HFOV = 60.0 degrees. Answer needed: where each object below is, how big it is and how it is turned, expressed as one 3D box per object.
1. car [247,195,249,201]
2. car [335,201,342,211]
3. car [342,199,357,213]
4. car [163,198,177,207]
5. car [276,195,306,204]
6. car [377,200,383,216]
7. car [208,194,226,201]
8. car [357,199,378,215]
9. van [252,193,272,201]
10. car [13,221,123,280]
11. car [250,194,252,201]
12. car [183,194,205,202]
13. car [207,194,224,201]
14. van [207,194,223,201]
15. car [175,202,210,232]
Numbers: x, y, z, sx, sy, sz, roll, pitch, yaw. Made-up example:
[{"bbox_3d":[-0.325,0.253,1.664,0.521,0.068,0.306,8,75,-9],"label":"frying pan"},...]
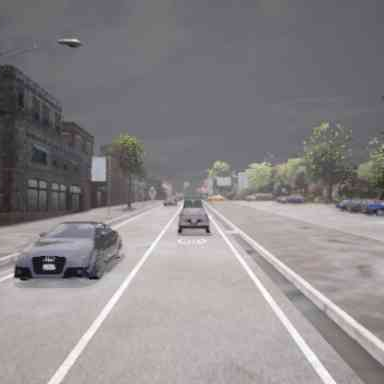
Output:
[{"bbox_3d":[18.715,1.694,91.472,5.366,1.575,1.946,0,-1,0],"label":"car"},{"bbox_3d":[18.715,1.499,37.717,4.674,1.452,2.002,0,0,0],"label":"car"},{"bbox_3d":[18.709,1.460,34.440,4.892,1.521,2.231,0,0,0],"label":"car"},{"bbox_3d":[-3.313,1.574,51.666,1.994,1.385,4.181,0,0,0],"label":"car"},{"bbox_3d":[18.773,1.330,62.052,4.553,1.767,2.185,0,0,0],"label":"car"},{"bbox_3d":[18.706,1.500,28.019,4.674,1.452,2.002,0,0,0],"label":"car"},{"bbox_3d":[6.114,1.601,86.567,5.366,1.575,1.946,0,-1,0],"label":"car"},{"bbox_3d":[18.717,1.459,31.167,5.008,1.535,2.097,0,0,0],"label":"car"},{"bbox_3d":[18.455,1.371,86.019,4.442,1.987,1.878,0,-1,0],"label":"van"},{"bbox_3d":[-3.349,1.566,9.786,1.994,1.385,4.181,0,0,0],"label":"car"},{"bbox_3d":[18.735,1.642,88.811,5.366,1.575,1.946,0,-1,0],"label":"car"},{"bbox_3d":[0.111,1.232,40.033,2.150,2.045,5.566,0,0,0],"label":"car"},{"bbox_3d":[6.307,1.528,89.488,4.553,1.767,2.185,0,-1,0],"label":"car"},{"bbox_3d":[6.369,1.492,92.528,4.442,1.987,1.878,0,-1,0],"label":"van"},{"bbox_3d":[0.106,1.552,19.912,2.033,1.411,5.357,0,0,0],"label":"car"}]
